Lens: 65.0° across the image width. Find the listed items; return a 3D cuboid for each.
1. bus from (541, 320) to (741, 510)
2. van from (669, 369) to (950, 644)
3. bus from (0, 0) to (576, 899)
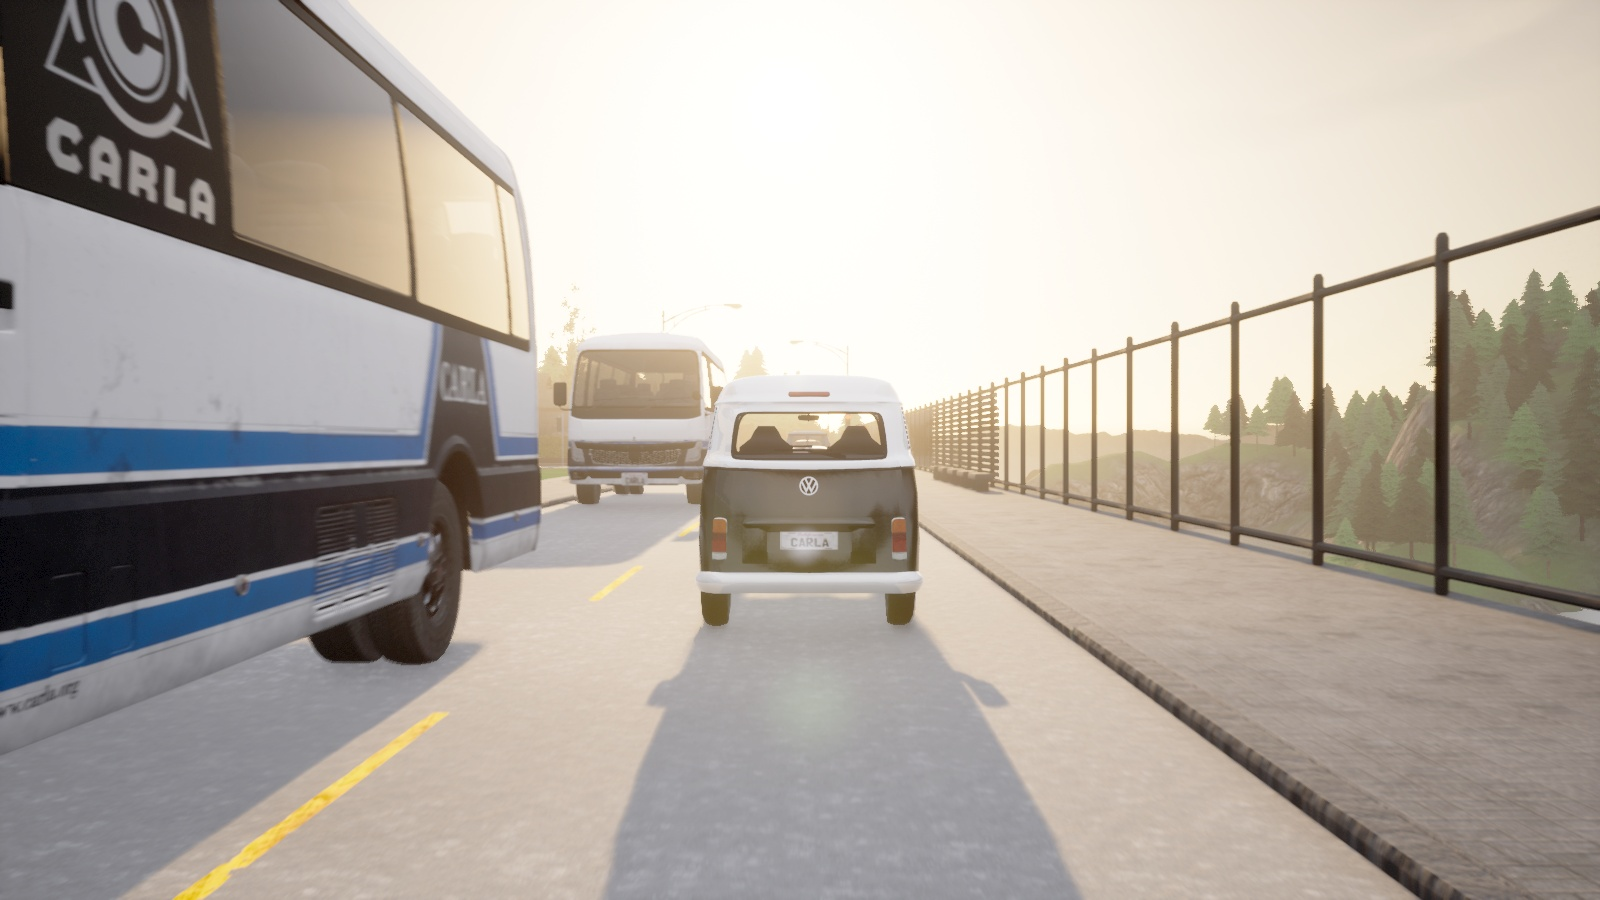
[{"bbox_3d":[-3.794,-0.820,33.266,3.944,4.253,10.273,0,0,0],"label":"bus"},{"bbox_3d":[0.081,0.405,11.522,2.069,2.038,4.480,0,0,0],"label":"van"},{"bbox_3d":[-3.951,-0.666,5.785,3.944,4.253,10.273,0,0,0],"label":"bus"}]
